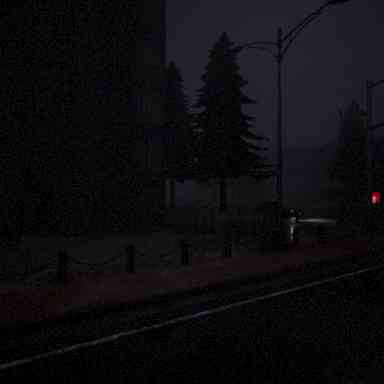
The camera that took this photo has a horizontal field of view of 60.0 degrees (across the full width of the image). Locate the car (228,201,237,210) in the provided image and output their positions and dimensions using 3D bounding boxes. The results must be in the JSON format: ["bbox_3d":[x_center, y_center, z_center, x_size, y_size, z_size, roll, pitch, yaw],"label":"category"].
[{"bbox_3d":[3.248,1.616,41.279,1.895,1.301,4.718,0,0,-37],"label":"car"}]

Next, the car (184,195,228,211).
[{"bbox_3d":[1.354,1.493,37.674,1.882,1.535,5.008,0,0,-37],"label":"car"}]

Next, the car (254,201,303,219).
[{"bbox_3d":[7.558,1.541,29.486,1.812,1.442,4.674,0,0,-38],"label":"car"}]

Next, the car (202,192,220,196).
[{"bbox_3d":[5.199,1.112,92.455,1.932,1.855,4.605,0,0,-37],"label":"car"}]

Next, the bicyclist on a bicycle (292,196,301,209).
[{"bbox_3d":[11.496,1.316,36.649,1.656,1.620,0.582,0,0,-37],"label":"bicyclist on a bicycle"}]

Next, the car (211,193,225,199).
[{"bbox_3d":[7.287,1.092,94.517,1.905,1.878,3.866,0,0,-37],"label":"car"}]
